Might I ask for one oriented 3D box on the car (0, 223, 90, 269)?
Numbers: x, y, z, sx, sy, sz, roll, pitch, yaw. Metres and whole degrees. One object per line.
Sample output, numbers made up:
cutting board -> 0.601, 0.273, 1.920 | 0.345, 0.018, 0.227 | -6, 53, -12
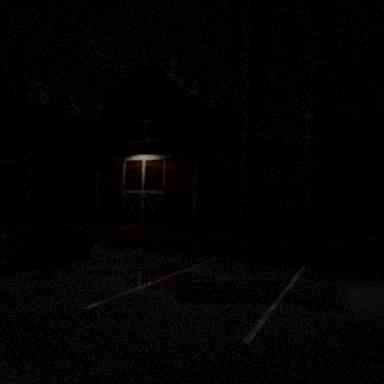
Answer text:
car -> -5.790, 1.847, 12.359 | 1.994, 1.381, 4.181 | 1, -2, 24
